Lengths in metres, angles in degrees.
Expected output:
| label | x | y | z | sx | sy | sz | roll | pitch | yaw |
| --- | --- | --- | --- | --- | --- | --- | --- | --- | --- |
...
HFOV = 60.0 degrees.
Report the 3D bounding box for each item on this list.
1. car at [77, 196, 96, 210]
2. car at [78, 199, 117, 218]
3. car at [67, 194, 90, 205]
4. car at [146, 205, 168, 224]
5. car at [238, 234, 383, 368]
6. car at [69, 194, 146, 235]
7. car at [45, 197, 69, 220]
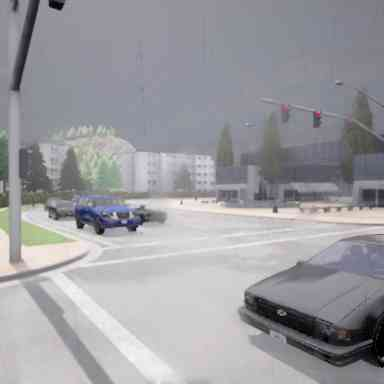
| label | x | y | z | sx | sy | sz | roll | pitch | yaw |
| --- | --- | --- | --- | --- | --- | --- | --- | --- | --- |
| car | -13.781 | 1.392 | 43.735 | 1.837 | 1.490 | 4.892 | -1 | 1 | -12 |
| car | -8.937 | 1.465 | 31.116 | 2.033 | 1.411 | 5.357 | 0 | 0 | -32 |
| car | -18.583 | 1.200 | 54.802 | 2.128 | 1.511 | 4.902 | 0 | 0 | 1 |
| car | -3.567 | 1.525 | 23.105 | 1.895 | 1.301 | 4.718 | 0 | 0 | -35 |
| car | 3.362 | 1.507 | 5.847 | 5.357 | 1.411 | 2.033 | 0 | 0 | -33 |
| car | -5.032 | 1.169 | 19.119 | 2.150 | 2.045 | 5.566 | 0 | 0 | -35 |
| car | -10.554 | 1.446 | 27.361 | 1.837 | 1.490 | 4.892 | 0 | 0 | -31 |
